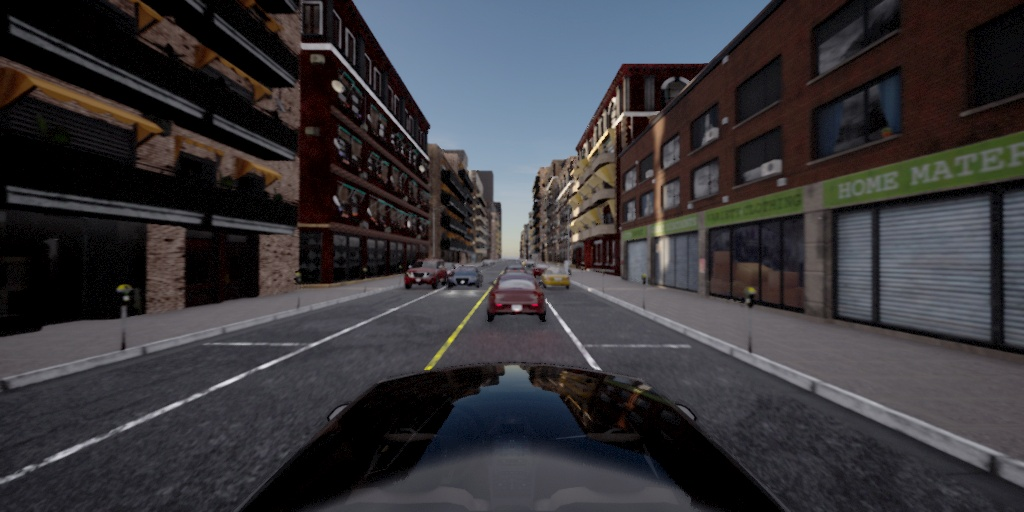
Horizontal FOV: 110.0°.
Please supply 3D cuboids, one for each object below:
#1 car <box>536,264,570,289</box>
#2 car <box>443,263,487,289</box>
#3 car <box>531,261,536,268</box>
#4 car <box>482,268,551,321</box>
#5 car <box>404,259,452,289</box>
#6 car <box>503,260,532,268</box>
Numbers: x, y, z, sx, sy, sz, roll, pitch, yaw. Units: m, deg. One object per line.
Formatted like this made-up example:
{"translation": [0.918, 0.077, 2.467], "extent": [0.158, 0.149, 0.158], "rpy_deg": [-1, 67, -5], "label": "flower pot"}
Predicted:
{"translation": [2.799, 1.362, 23.995], "extent": [1.751, 1.417, 4.829], "rpy_deg": [0, 0, 0], "label": "car"}
{"translation": [-2.973, 1.381, 23.594], "extent": [1.994, 1.385, 4.181], "rpy_deg": [0, 0, 0], "label": "car"}
{"translation": [2.861, 1.421, 35.097], "extent": [1.888, 1.381, 4.507], "rpy_deg": [0, 0, 0], "label": "car"}
{"translation": [0.150, 1.314, 12.504], "extent": [1.812, 1.442, 4.674], "rpy_deg": [0, 0, 0], "label": "car"}
{"translation": [-5.582, 1.124, 23.876], "extent": [2.192, 1.841, 5.009], "rpy_deg": [0, 0, 0], "label": "car"}
{"translation": [0.245, 1.340, 29.753], "extent": [2.128, 1.511, 4.902], "rpy_deg": [0, 0, 0], "label": "car"}
